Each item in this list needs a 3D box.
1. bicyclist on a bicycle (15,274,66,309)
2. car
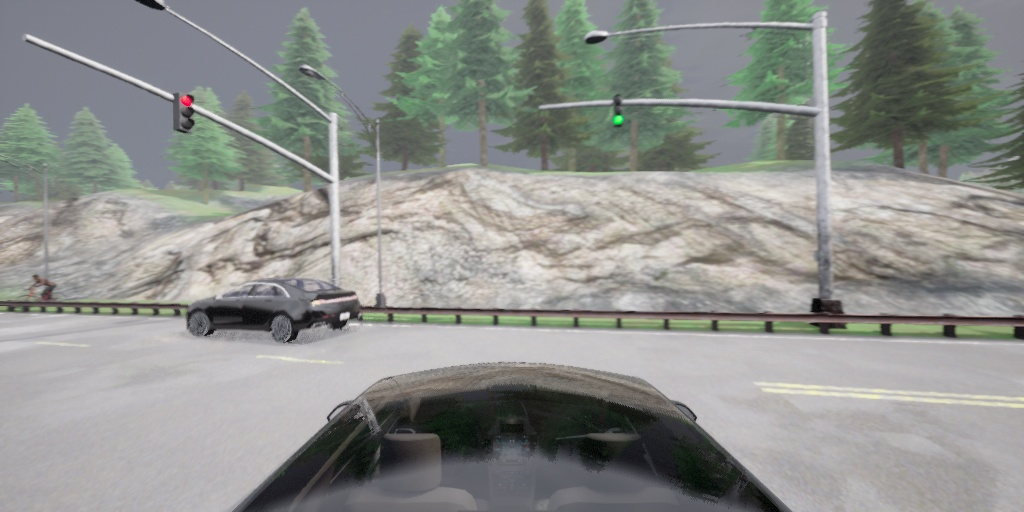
[{"bbox_3d":[-23.002,1.716,17.518,0.582,1.620,1.656,-1,1,15],"label":"bicyclist on a bicycle"},{"bbox_3d":[-6.513,1.362,9.781,4.902,1.511,2.128,-1,-1,18],"label":"car"}]
